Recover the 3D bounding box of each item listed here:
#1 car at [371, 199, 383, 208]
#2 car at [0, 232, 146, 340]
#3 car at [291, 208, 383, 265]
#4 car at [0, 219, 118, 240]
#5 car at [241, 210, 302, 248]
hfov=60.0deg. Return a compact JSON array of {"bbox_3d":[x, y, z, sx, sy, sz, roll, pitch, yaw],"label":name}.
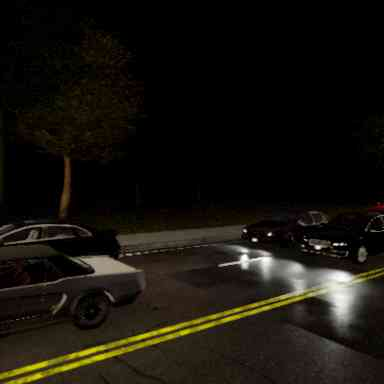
[{"bbox_3d":[13.238,1.216,20.979,5.566,2.045,2.150,0,0,-35],"label":"car"},{"bbox_3d":[-3.248,1.601,5.352,4.718,1.301,1.895,0,0,-35],"label":"car"},{"bbox_3d":[5.935,1.501,11.831,4.892,1.490,1.837,0,0,-35],"label":"car"},{"bbox_3d":[-4.261,1.492,8.612,4.902,1.511,2.128,0,0,-35],"label":"car"},{"bbox_3d":[4.701,1.543,14.925,5.357,1.411,2.033,0,0,-35],"label":"car"}]
